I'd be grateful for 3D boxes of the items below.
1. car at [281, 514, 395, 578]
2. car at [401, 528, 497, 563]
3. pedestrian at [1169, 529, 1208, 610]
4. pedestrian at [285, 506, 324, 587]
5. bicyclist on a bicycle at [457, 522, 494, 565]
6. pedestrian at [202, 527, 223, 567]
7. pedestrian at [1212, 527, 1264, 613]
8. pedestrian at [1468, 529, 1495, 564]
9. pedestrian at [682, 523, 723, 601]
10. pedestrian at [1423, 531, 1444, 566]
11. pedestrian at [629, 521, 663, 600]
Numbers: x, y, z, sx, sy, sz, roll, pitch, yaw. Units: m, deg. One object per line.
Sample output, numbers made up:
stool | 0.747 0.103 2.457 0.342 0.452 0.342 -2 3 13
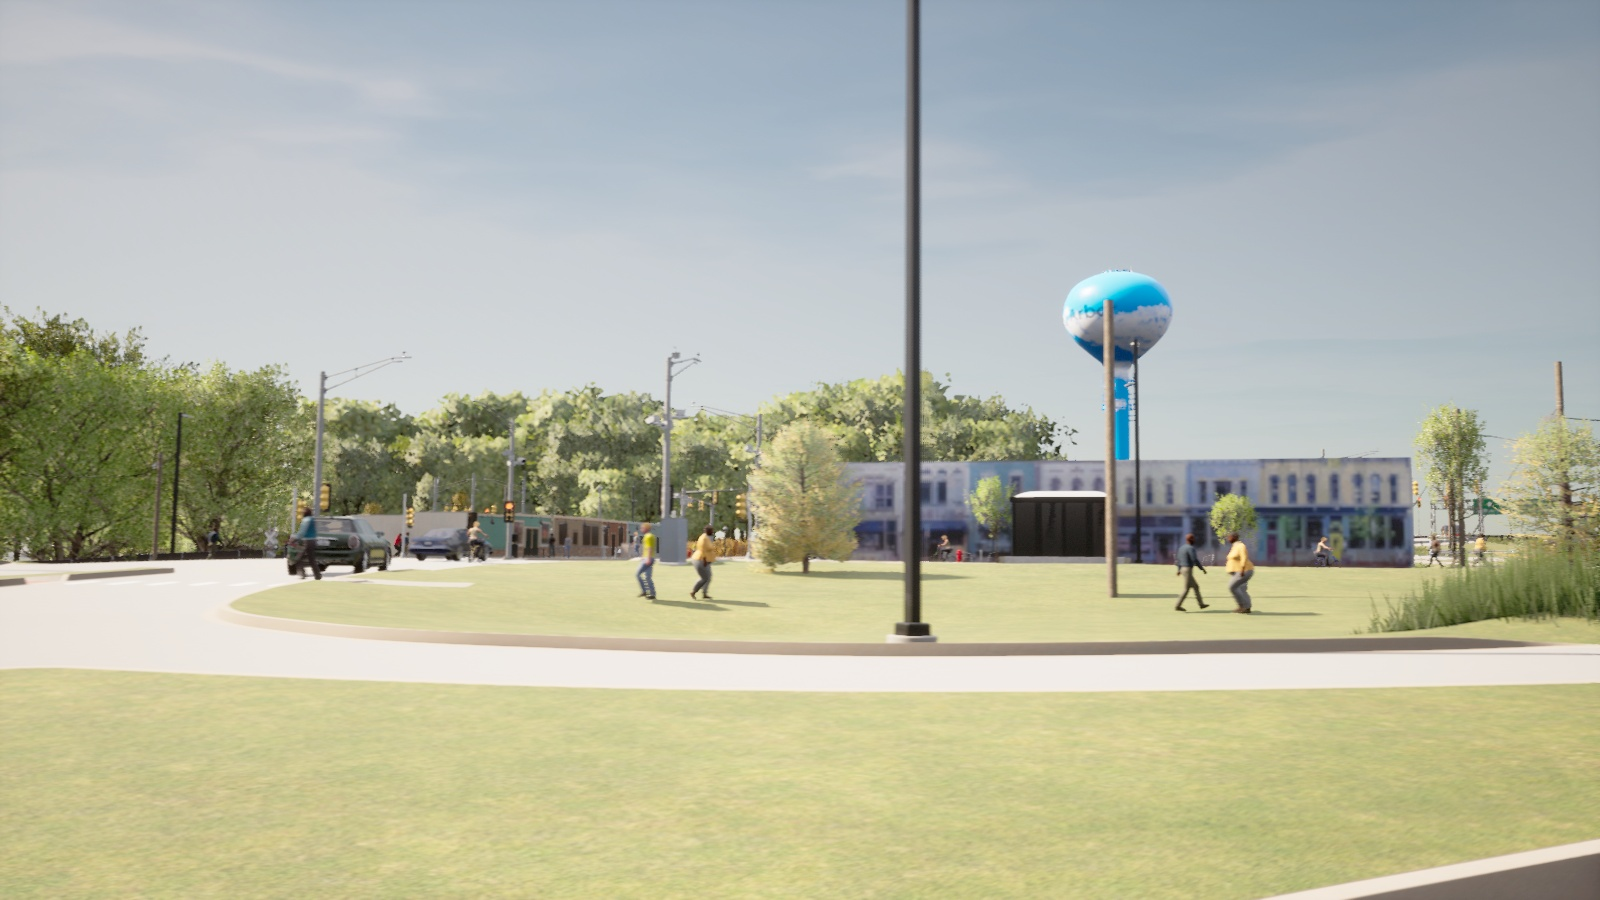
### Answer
car | -13.520 2.812 37.066 2.097 1.767 4.553 1 -4 -7
car | -14.940 4.106 53.824 2.033 1.411 5.357 0 -5 7
pedestrian | 8.933 2.742 28.852 0.726 1.835 0.370 1 -5 -8
pedestrian | -11.918 2.322 30.217 0.692 1.930 0.396 1 -5 -3
bicyclist on a bicycle | -12.515 3.613 48.499 0.866 1.612 1.509 0 -4 7
pedestrian | -27.399 4.527 58.544 0.370 1.835 0.726 -2 -6 27
pedestrian | 9.617 2.634 27.578 0.900 1.855 0.874 -1 -5 10
pedestrian | 35.769 5.066 65.916 0.900 1.855 0.874 0 -5 7
pedestrian | -2.362 2.724 30.584 0.900 1.855 0.874 0 -5 1
pedestrian | 33.644 5.228 66.655 0.869 1.805 0.328 0 -5 4
pedestrian | -3.614 2.585 29.452 0.706 1.836 0.354 0 -5 5
